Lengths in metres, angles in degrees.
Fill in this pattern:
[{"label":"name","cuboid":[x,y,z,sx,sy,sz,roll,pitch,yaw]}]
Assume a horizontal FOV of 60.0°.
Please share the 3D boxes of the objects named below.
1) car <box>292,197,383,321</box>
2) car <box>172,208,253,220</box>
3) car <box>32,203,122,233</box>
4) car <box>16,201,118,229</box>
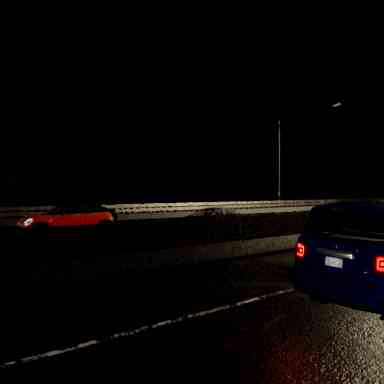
[{"label":"car","cuboid":[4.452,1.219,6.917,5.566,2.045,2.150,0,0,-36]},{"label":"car","cuboid":[1.146,1.544,17.707,5.357,1.411,2.033,0,0,-36]},{"label":"car","cuboid":[-7.002,1.503,20.493,4.892,1.490,1.837,0,0,-36]},{"label":"car","cuboid":[-6.293,1.350,16.700,4.553,1.767,2.097,0,0,-36]}]
